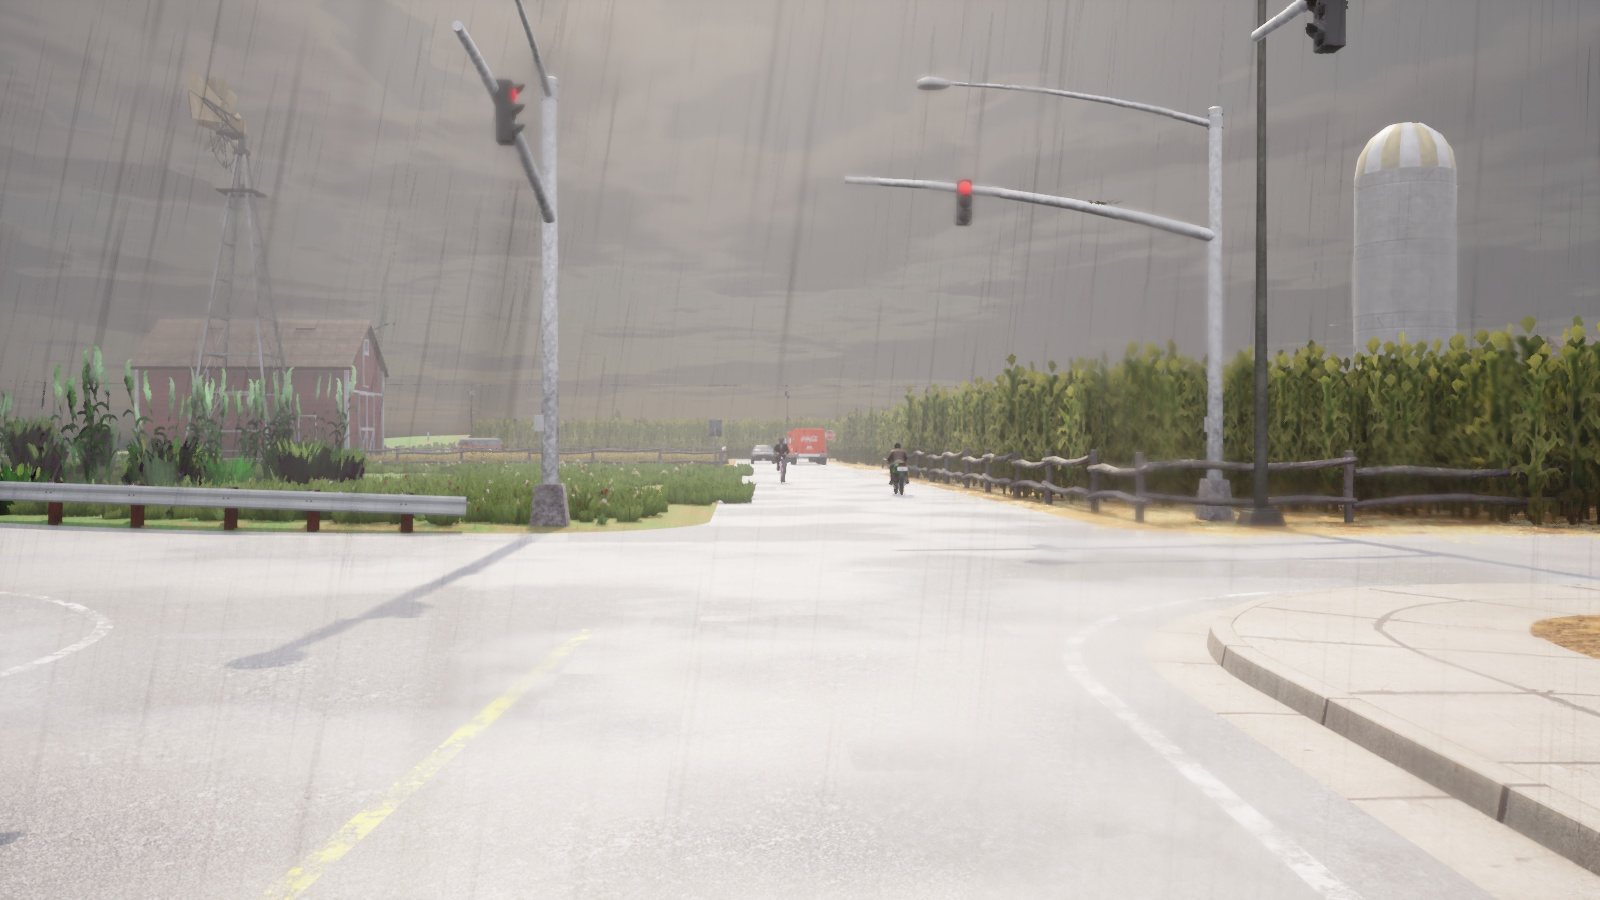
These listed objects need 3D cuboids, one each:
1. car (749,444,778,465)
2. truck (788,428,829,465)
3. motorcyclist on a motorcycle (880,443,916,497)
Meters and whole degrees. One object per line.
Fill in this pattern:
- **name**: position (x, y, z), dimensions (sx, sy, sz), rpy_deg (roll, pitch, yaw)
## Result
- **car**: position (-2.672, 0.310, 91.085), dimensions (2.033, 1.411, 5.357), rpy_deg (0, 0, -3)
- **truck**: position (0.532, -0.231, 88.823), dimensions (2.627, 2.467, 5.204), rpy_deg (0, -1, -3)
- **motorcyclist on a motorcycle**: position (2.858, 0.557, 36.751), dimensions (0.797, 1.523, 2.044), rpy_deg (0, 0, -3)
